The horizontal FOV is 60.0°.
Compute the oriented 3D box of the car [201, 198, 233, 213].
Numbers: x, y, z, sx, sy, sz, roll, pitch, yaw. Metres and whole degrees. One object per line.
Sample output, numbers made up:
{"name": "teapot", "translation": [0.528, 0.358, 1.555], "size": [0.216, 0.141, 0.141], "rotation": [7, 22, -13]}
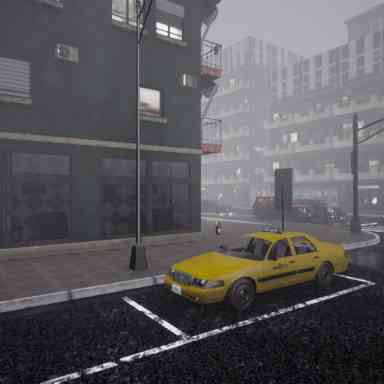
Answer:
{"name": "car", "translation": [2.124, 1.461, 36.523], "size": [2.033, 1.411, 5.357], "rotation": [0, 0, -35]}

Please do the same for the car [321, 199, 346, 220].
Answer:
{"name": "car", "translation": [9.586, 1.304, 25.960], "size": [2.097, 1.767, 4.553], "rotation": [0, 0, -34]}

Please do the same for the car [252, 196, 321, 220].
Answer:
{"name": "car", "translation": [6.827, 1.264, 25.454], "size": [2.192, 1.841, 5.009], "rotation": [0, 0, -35]}

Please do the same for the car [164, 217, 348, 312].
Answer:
{"name": "car", "translation": [1.679, 1.525, 7.703], "size": [4.829, 1.417, 1.752], "rotation": [0, 0, -35]}

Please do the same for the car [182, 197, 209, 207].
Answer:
{"name": "car", "translation": [0.516, 1.466, 48.776], "size": [1.802, 1.307, 4.206], "rotation": [0, 0, -35]}
